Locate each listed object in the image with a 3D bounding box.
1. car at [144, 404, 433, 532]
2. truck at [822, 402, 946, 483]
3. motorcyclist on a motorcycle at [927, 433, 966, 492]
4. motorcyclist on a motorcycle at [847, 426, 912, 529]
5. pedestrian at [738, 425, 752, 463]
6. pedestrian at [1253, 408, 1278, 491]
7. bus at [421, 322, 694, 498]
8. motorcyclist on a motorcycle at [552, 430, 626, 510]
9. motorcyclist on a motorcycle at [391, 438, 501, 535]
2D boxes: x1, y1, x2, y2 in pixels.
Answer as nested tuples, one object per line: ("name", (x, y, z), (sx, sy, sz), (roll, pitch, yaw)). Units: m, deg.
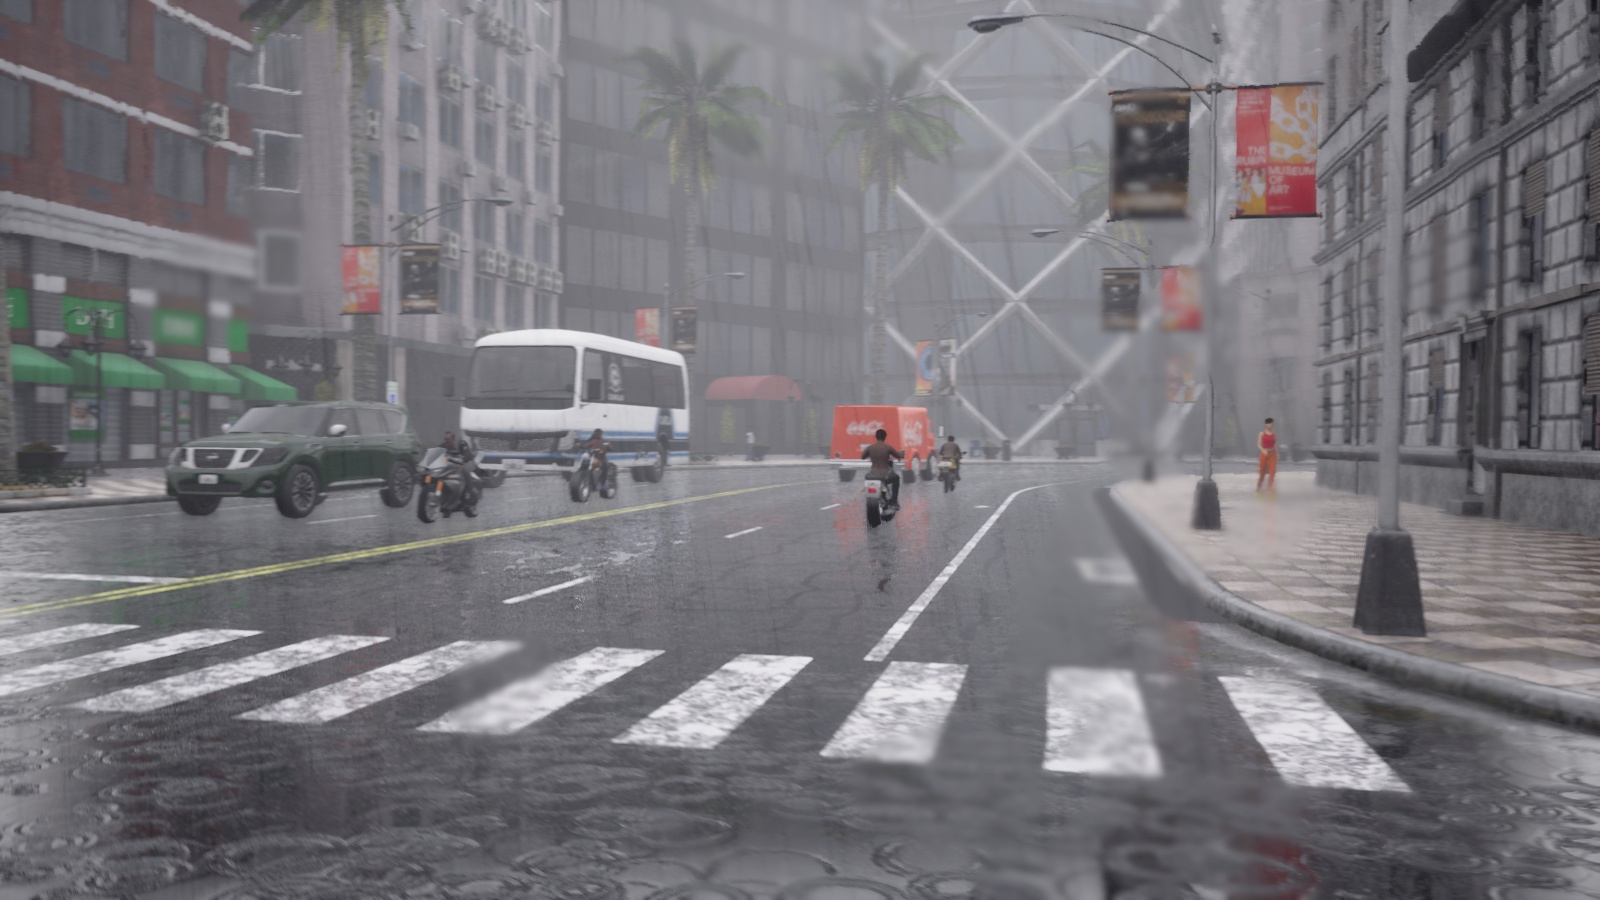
("car", (-9.028, 0.255, 22.888), (2.150, 2.045, 5.566), (0, 1, 11))
("truck", (2.874, -0.256, 41.500), (2.627, 2.467, 5.204), (0, 1, 22))
("motorcyclist on a motorcycle", (3.924, 0.298, 33.511), (0.797, 1.523, 2.044), (0, 1, 13))
("motorcyclist on a motorcycle", (1.374, 0.427, 21.247), (0.766, 1.649, 2.350), (0, 0, 11))
("pedestrian", (-2.723, -0.308, 62.097), (0.354, 1.836, 0.706), (0, 1, 36))
("pedestrian", (10.386, -0.013, 28.023), (0.345, 1.836, 0.594), (0, 1, 2))
("bus", (-6.382, -1.008, 35.715), (3.944, 4.253, 10.273), (0, 1, 12))
("motorcyclist on a motorcycle", (-4.550, 0.402, 27.240), (0.766, 1.649, 2.350), (0, 1, 12))
("motorcyclist on a motorcycle", (-5.872, 0.569, 20.984), (0.866, 1.530, 2.191), (0, 1, 11))
